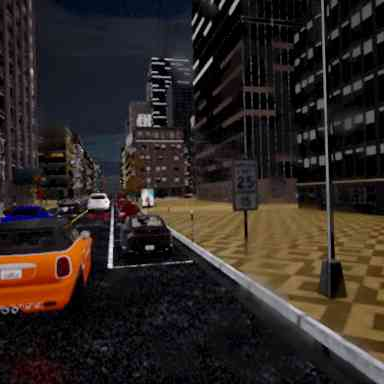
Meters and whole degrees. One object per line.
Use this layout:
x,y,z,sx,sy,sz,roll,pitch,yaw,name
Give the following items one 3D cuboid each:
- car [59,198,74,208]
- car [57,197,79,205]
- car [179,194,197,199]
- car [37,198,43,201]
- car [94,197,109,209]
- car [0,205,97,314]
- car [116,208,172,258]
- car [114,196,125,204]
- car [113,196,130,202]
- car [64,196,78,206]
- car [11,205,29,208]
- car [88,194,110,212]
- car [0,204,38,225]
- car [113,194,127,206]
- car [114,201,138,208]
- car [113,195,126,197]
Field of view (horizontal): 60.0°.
-20.156,1.670,53.598,1.752,1.417,4.829,-1,0,-13,car
-13.220,1.573,35.668,2.128,1.511,4.902,-2,0,-13,car
-1.344,1.176,89.335,4.097,1.590,1.967,-1,-1,-14,car
-38.347,1.705,80.260,4.507,1.381,1.887,-1,-1,-14,car
-12.881,1.473,47.508,1.882,1.535,5.008,-2,0,-13,car
-3.431,1.362,7.496,2.097,1.767,4.553,-2,0,-13,car
-1.814,1.486,12.404,2.008,1.369,4.403,-1,0,-13,car
-13.320,1.464,61.099,1.887,1.381,4.507,-1,0,-13,car
-6.928,1.472,34.046,1.887,1.381,4.507,-1,0,-13,car
-21.475,1.583,59.173,1.967,1.590,4.097,-1,0,-13,car
-9.327,1.565,18.991,1.882,1.535,5.008,-2,0,-13,car
-10.467,1.219,37.489,2.150,2.045,5.566,-2,0,-13,car
-13.803,1.736,26.710,1.802,1.307,4.206,-1,0,-13,car
-12.046,1.236,55.687,2.192,1.841,5.009,-1,0,-13,car
-4.371,1.514,23.225,1.802,1.307,4.206,-1,0,-13,car
-8.245,1.451,39.622,1.752,1.417,4.829,-1,0,-13,car
